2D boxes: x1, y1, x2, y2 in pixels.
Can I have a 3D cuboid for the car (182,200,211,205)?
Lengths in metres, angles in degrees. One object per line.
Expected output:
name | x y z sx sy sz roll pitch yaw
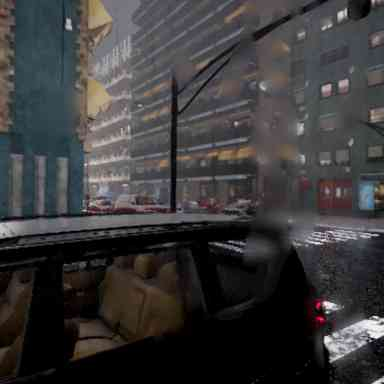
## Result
car | -0.311 1.400 20.998 1.994 1.385 4.181 1 0 -36

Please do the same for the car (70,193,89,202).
car | -19.267 0.886 56.859 1.887 1.381 4.507 2 0 -36

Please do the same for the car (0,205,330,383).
car | -1.341 1.227 2.298 5.566 2.045 2.150 0 0 -36

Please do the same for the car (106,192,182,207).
car | -3.087 1.096 20.444 2.192 1.841 5.009 2 0 -36

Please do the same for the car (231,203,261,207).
car | 3.699 1.471 25.347 1.947 1.339 4.313 2 0 -36

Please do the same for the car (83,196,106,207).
car | -6.375 1.245 24.945 1.887 1.381 4.507 2 0 -36

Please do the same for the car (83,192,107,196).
car | -8.867 1.103 32.748 1.882 1.535 5.008 1 0 -36

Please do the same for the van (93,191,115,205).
van | -12.700 0.843 47.858 1.690 1.788 3.998 2 0 -36

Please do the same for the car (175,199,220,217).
car | 0.418 1.406 29.849 1.802 1.307 4.206 2 0 -36
